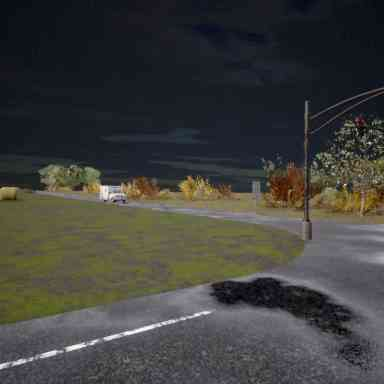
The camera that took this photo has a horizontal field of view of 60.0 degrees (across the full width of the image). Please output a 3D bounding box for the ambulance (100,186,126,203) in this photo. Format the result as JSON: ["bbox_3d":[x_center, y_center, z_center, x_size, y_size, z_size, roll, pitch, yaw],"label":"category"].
[{"bbox_3d":[-11.882,0.341,50.062,2.351,2.431,6.366,2,0,-32],"label":"ambulance"}]
